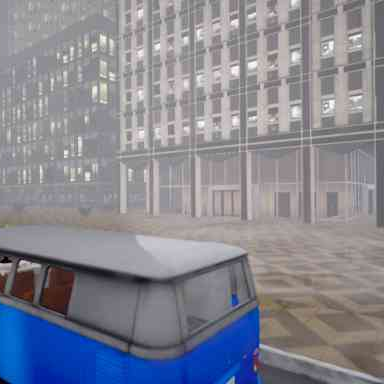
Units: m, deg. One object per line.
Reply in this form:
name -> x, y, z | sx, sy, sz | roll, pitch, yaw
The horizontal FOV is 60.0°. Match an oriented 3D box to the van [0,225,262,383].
van -> -1.227, 1.346, 3.755 | 3.998, 1.788, 1.690 | 0, -1, 35
